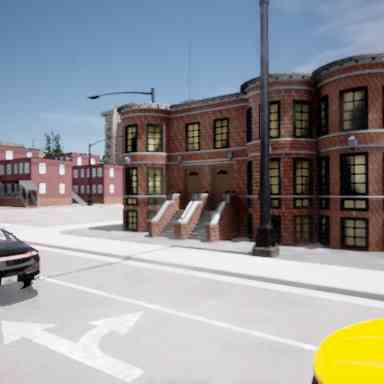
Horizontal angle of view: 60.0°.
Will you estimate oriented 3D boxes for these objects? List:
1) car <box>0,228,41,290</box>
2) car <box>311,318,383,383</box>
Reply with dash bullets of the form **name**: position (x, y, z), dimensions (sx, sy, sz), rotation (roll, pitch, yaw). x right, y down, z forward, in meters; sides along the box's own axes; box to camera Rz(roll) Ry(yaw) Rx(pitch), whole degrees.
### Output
- **car**: position (-5.620, 1.553, 8.015), dimensions (4.902, 1.511, 2.128), rotation (0, 0, 35)
- **car**: position (3.215, 1.466, 1.698), dimensions (5.008, 1.535, 1.882), rotation (0, 0, 36)
